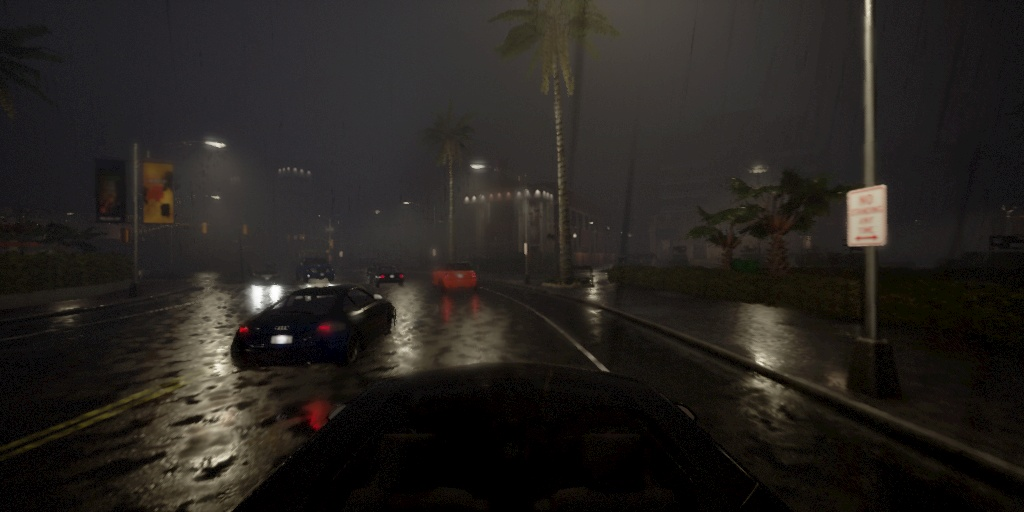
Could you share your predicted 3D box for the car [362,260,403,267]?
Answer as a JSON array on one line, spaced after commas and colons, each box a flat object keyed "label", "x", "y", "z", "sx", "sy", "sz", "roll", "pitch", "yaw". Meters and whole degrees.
[{"label": "car", "x": -13.577, "y": 1.444, "z": 37.441, "sx": 1.994, "sy": 1.385, "sz": 4.181, "roll": 0, "pitch": 0, "yaw": -44}]

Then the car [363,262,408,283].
[{"label": "car", "x": -8.957, "y": 1.383, "z": 25.405, "sx": 2.033, "sy": 1.411, "sz": 5.357, "roll": 0, "pitch": 0, "yaw": -28}]

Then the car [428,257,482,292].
[{"label": "car", "x": -3.593, "y": 1.147, "z": 21.820, "sx": 2.097, "sy": 1.767, "sz": 4.553, "roll": 0, "pitch": 0, "yaw": -21}]

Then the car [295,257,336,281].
[{"label": "car", "x": -16.663, "y": 1.118, "z": 30.233, "sx": 2.150, "sy": 2.045, "sz": 5.566, "roll": 0, "pitch": 0, "yaw": -40}]

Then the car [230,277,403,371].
[{"label": "car", "x": -3.953, "y": 1.348, "z": 7.898, "sx": 1.994, "sy": 1.385, "sz": 4.181, "roll": 0, "pitch": 0, "yaw": -5}]

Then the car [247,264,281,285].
[{"label": "car", "x": -19.528, "y": 1.406, "z": 28.163, "sx": 2.128, "sy": 1.511, "sz": 4.902, "roll": 0, "pitch": 0, "yaw": -41}]
